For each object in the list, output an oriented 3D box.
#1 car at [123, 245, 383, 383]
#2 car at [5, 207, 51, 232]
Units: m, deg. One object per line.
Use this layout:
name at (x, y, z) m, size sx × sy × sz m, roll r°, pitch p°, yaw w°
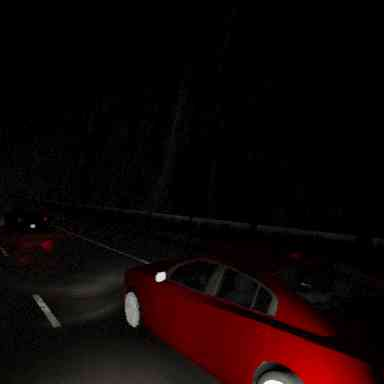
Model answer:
car at (0.716, 1.478, 4.526) m, size 1.882 × 1.535 × 5.008 m, roll 0°, pitch 0°, yaw -35°
car at (-9.938, 1.534, 19.918) m, size 1.895 × 1.301 × 4.718 m, roll 0°, pitch 0°, yaw -35°
